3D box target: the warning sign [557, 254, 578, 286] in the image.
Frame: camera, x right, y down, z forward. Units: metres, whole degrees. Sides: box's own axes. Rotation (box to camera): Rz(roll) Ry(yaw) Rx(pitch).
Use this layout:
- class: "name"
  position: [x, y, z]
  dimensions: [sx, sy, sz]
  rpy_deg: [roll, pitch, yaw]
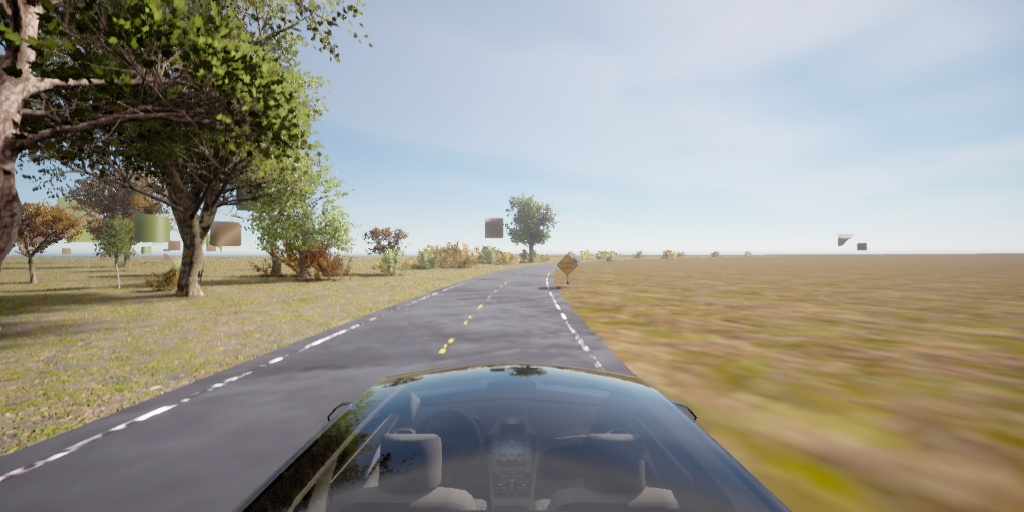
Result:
- class: "warning sign"
  position: [3.385, 0.836, 21.887]
  dimensions: [1.300, 1.860, 1.060]
  rpy_deg: [0, 0, 4]
